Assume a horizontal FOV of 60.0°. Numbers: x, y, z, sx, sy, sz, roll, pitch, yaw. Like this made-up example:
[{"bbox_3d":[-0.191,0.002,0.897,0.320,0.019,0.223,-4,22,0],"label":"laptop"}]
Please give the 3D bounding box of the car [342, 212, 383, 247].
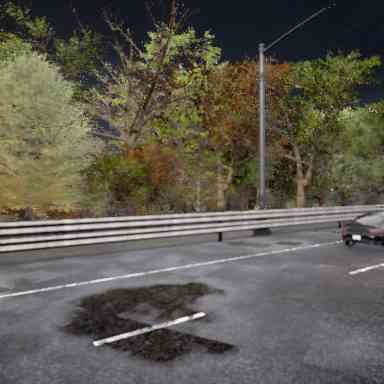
[{"bbox_3d":[8.159,1.569,14.067,4.674,1.442,1.812,0,0,-36],"label":"car"}]
